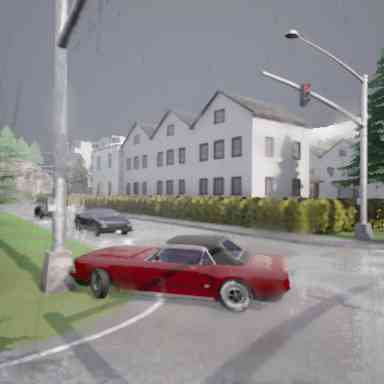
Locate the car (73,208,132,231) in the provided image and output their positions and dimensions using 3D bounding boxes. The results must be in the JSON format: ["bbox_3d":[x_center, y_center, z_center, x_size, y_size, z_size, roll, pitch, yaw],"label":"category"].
[{"bbox_3d":[-5.243,1.628,19.062,2.033,1.411,5.357,1,-1,-35],"label":"car"}]

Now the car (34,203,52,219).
[{"bbox_3d":[-12.871,1.651,29.956,1.994,1.385,4.181,1,0,-35],"label":"car"}]

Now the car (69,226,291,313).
[{"bbox_3d":[-0.258,1.647,7.481,4.718,1.301,1.895,1,0,15],"label":"car"}]
